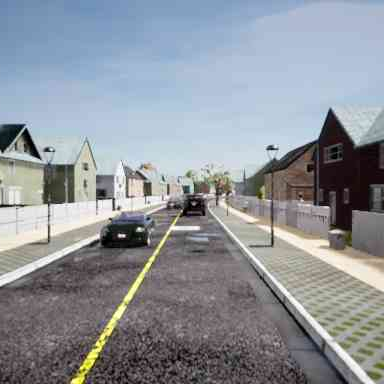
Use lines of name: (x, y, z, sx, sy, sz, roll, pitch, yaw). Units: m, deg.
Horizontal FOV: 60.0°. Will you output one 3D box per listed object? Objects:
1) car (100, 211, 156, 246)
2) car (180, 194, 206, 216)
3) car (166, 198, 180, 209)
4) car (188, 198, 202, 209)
car: (-2.804, 1.577, 15.277, 1.994, 1.385, 4.181, 0, 0, 0)
car: (0.211, 1.244, 33.228, 2.150, 2.045, 5.566, 0, 0, 1)
car: (-2.482, 1.523, 45.490, 2.128, 1.511, 4.902, 0, 0, 2)
car: (0.464, 1.558, 46.072, 1.812, 1.442, 4.674, 0, 0, 2)
